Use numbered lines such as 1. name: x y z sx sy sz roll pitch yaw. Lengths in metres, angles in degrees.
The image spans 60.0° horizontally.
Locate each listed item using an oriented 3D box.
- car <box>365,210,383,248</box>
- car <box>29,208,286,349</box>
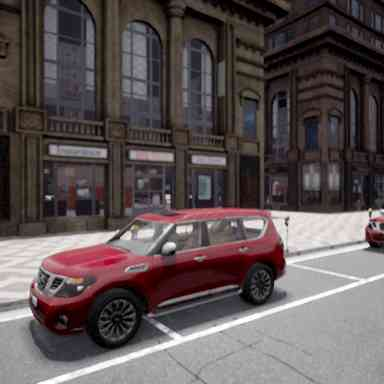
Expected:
1. car: 8.804 1.209 12.956 5.009 1.841 2.192 -1 0 -36
2. car: -0.305 1.290 6.434 5.009 1.841 2.192 -1 1 -36
